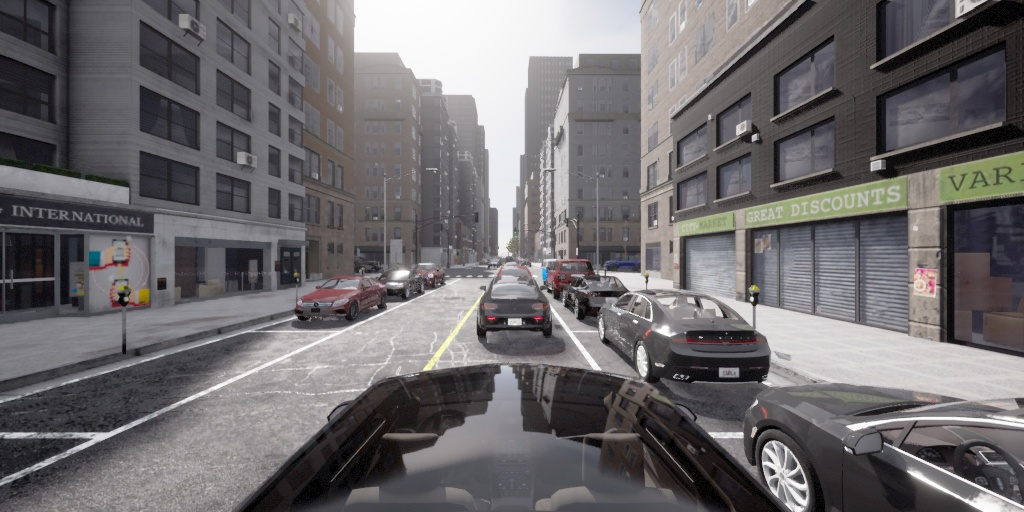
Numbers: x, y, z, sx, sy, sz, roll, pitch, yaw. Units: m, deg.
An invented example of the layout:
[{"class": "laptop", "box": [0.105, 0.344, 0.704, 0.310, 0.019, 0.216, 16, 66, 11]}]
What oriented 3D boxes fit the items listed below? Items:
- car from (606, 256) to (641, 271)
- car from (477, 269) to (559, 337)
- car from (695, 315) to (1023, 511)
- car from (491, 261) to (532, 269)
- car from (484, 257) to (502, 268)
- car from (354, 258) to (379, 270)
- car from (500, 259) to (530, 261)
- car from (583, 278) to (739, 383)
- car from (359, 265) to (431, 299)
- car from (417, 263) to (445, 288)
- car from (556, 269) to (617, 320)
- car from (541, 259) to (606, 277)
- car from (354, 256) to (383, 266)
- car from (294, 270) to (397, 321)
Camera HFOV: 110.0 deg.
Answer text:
[{"class": "car", "box": [14.858, 0.961, 47.004, 5.566, 2.045, 2.150, 0, 0, 2]}, {"class": "car", "box": [0.044, 1.276, 10.157, 1.812, 1.442, 4.674, 0, 0, 0]}, {"class": "car", "box": [2.859, 1.300, 1.383, 2.007, 1.370, 4.403, 0, 0, 0]}, {"class": "car", "box": [0.108, 1.228, 17.863, 1.882, 1.535, 5.008, 0, 0, 0]}, {"class": "car", "box": [-3.201, 1.319, 62.001, 2.033, 1.411, 5.357, 0, 0, -1]}, {"class": "car", "box": [-17.962, 1.269, 40.163, 4.892, 1.490, 1.837, 0, 0, 0]}, {"class": "car", "box": [0.254, 1.258, 30.091, 1.837, 1.490, 4.892, 0, 1, 4]}, {"class": "car", "box": [2.862, 1.300, 6.906, 2.007, 1.370, 4.403, 0, 0, 0]}, {"class": "car", "box": [-5.657, 1.316, 17.952, 1.948, 1.339, 4.313, 0, 0, 0]}, {"class": "car", "box": [-5.654, 1.190, 23.477, 1.967, 1.591, 4.097, 0, 0, 0]}, {"class": "car", "box": [2.865, 1.316, 12.430, 1.948, 1.339, 4.313, 0, 0, 0]}, {"class": "car", "box": [2.869, 1.065, 17.954, 2.192, 1.841, 5.009, 0, 0, 0]}, {"class": "car", "box": [-18.594, 0.991, 43.409, 5.566, 2.045, 2.150, 0, 0, 0]}, {"class": "car", "box": [-5.661, 1.332, 12.427, 1.802, 1.307, 4.207, 0, 0, 0]}]
